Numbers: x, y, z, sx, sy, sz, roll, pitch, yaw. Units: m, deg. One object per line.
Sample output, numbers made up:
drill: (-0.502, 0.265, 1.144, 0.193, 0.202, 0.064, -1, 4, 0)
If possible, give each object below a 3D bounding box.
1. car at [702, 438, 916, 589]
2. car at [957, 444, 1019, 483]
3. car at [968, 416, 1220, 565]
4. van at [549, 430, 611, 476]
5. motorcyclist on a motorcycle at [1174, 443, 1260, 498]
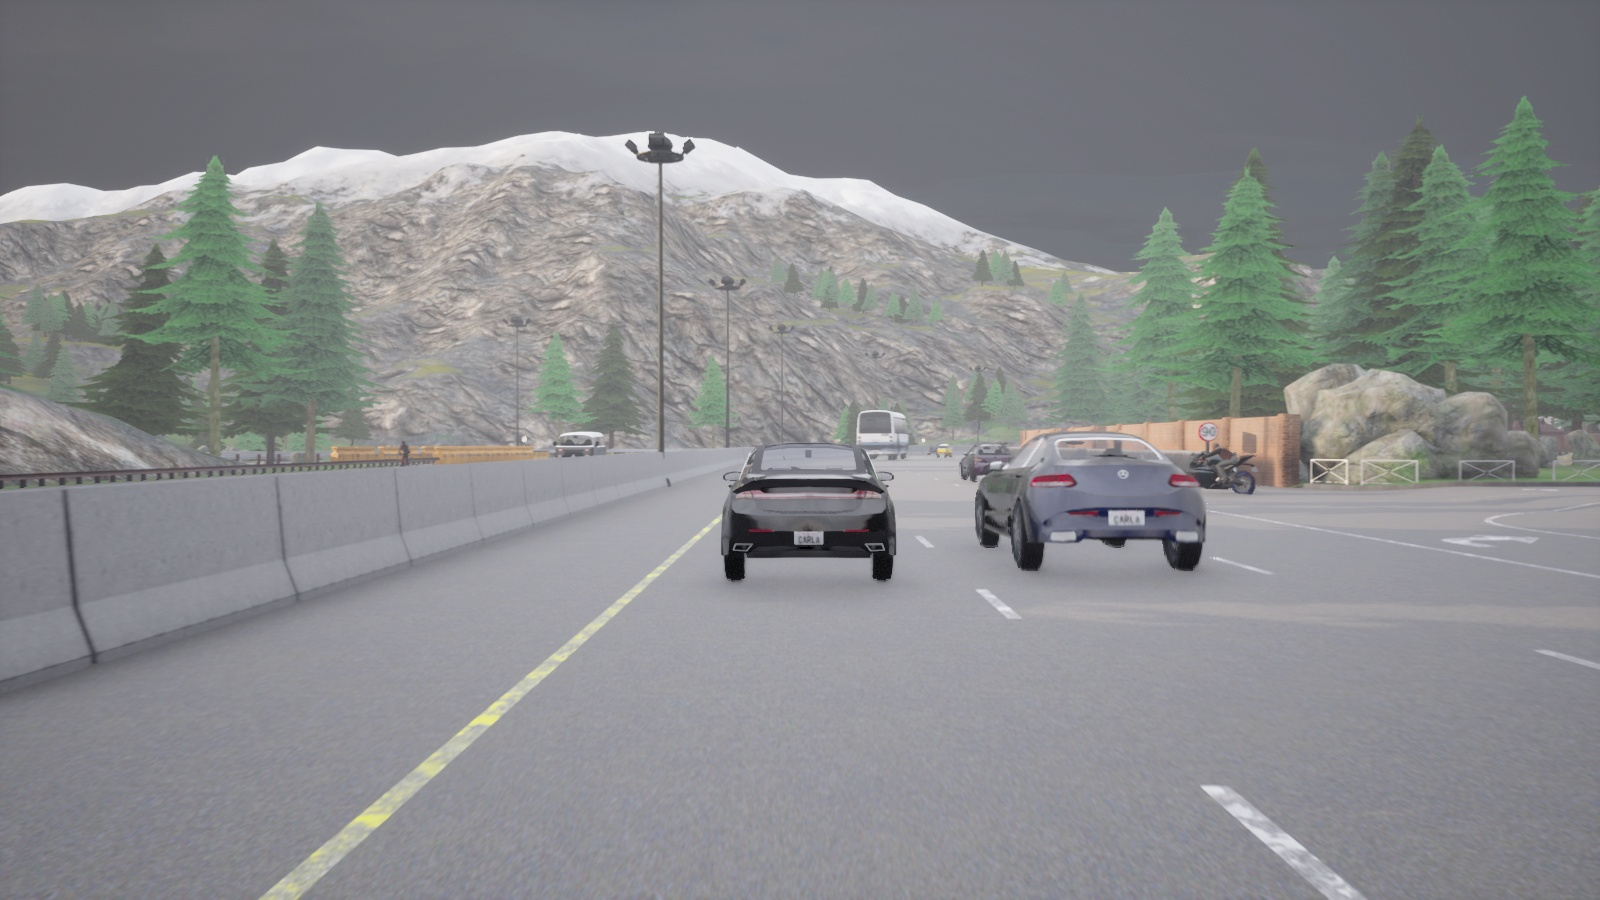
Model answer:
car: (0.101, 0.618, 14.976, 2.128, 1.511, 4.902, 0, 0, 0)
car: (7.294, 0.489, 49.062, 1.816, 1.474, 4.193, 0, 0, 0)
car: (3.609, 0.435, 16.476, 2.152, 1.651, 5.027, 0, 0, 0)
van: (-10.153, 0.133, 58.329, 2.069, 2.038, 4.480, 0, 0, 0)
motorcyclist on a motorcycle: (12.034, 0.587, 36.271, 0.866, 1.530, 2.191, 2, -1, -44)
